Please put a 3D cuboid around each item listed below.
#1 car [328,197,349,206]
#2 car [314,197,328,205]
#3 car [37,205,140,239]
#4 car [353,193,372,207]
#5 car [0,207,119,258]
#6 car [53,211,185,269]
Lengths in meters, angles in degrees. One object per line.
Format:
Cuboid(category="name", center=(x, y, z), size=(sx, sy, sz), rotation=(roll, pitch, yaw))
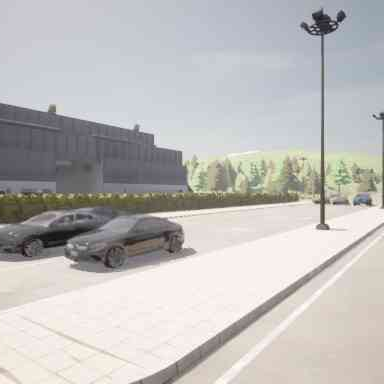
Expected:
Cuboid(category="car", center=(24.946, 1.547, 55.623), size=(2.033, 1.411, 5.357), rotation=(0, 0, 36))
Cuboid(category="car", center=(23.203, 1.601, 59.203), size=(1.895, 1.301, 4.718), rotation=(0, 0, 36))
Cuboid(category="car", center=(-5.564, 1.547, 18.647), size=(2.033, 1.411, 5.357), rotation=(0, 0, 35))
Cuboid(category="car", center=(26.856, 1.224, 52.270), size=(2.150, 2.045, 5.566), rotation=(0, 0, 35))
Cuboid(category="car", center=(-5.258, 1.491, 13.038), size=(2.128, 1.511, 4.902), rotation=(0, 0, 35))
Cuboid(category="car", center=(-2.056, 1.526, 11.502), size=(1.812, 1.442, 4.674), rotation=(0, 0, 35))
